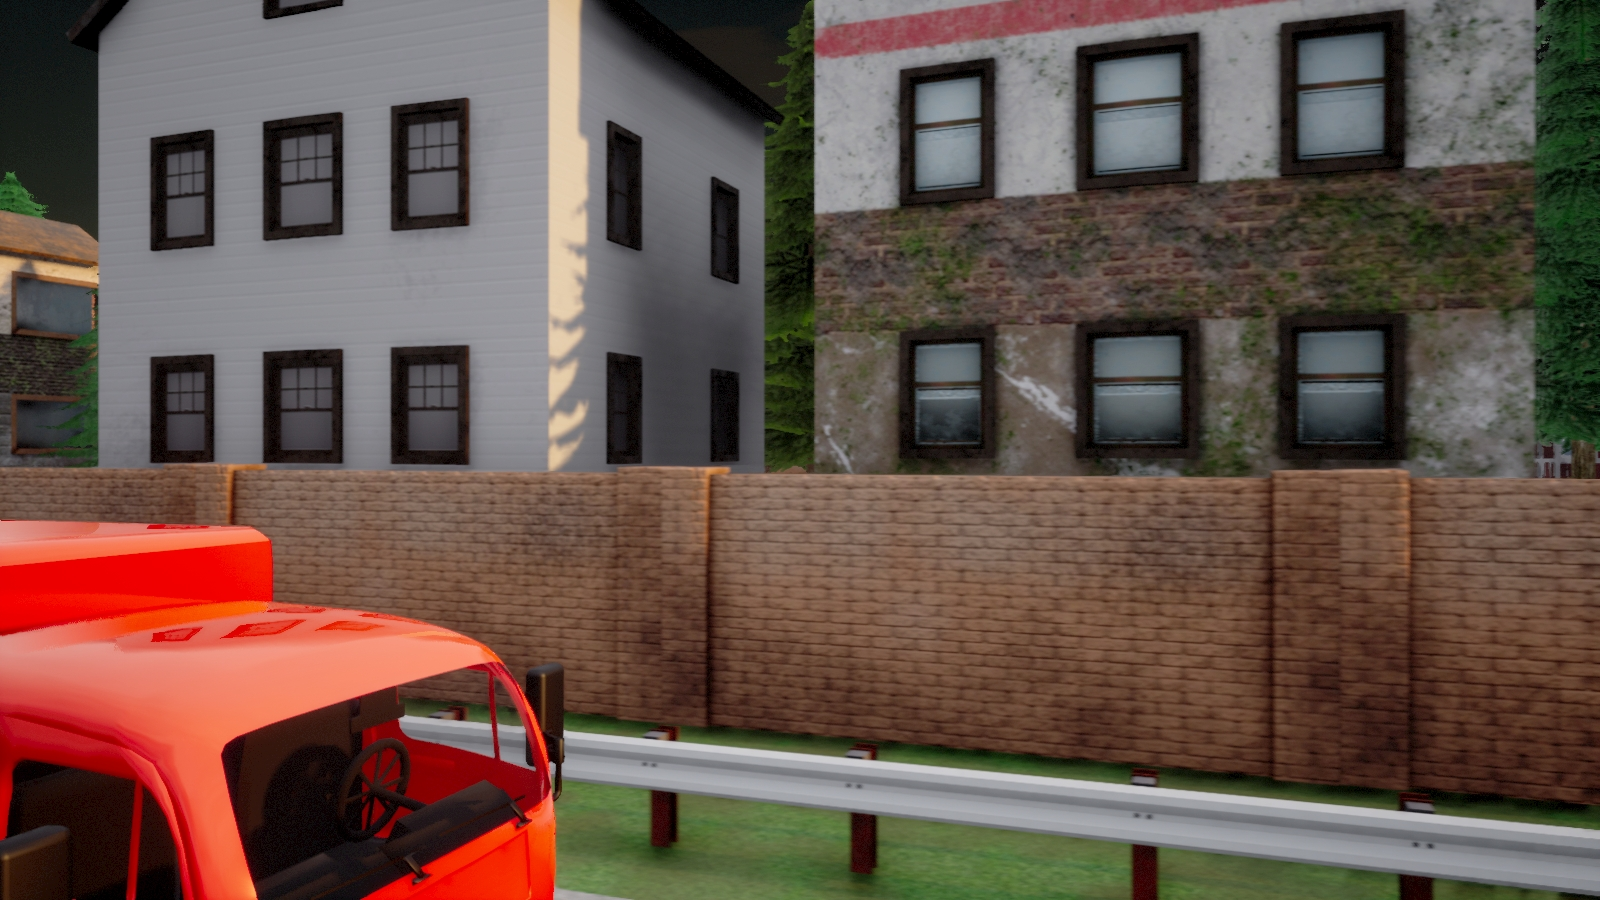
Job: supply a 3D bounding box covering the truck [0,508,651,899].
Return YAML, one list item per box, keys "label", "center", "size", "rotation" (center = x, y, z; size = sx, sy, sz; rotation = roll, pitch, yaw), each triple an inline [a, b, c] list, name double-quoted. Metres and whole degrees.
- label: "truck"
  center: [-3.544, 1.562, 4.582]
  size: [5.204, 2.467, 2.627]
  rotation: [0, 0, 20]
